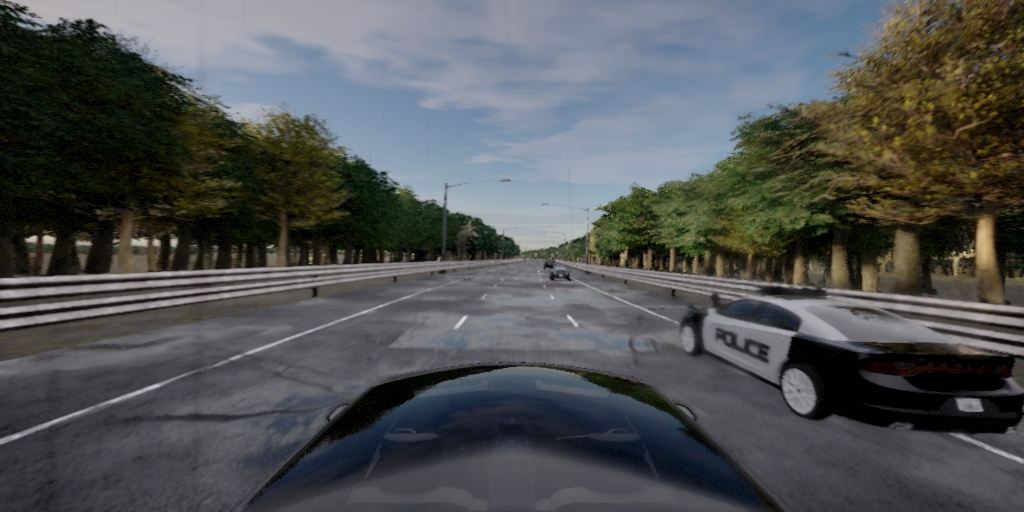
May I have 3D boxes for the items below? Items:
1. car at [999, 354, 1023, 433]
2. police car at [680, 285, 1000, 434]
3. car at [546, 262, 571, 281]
[{"bbox_3d":[4.716,1.360,0.257,1.882,1.535,5.008,2,0,0],"label":"car"},{"bbox_3d":[4.728,1.341,6.274,1.930,1.638,5.238,2,0,0],"label":"police car"},{"bbox_3d":[4.610,1.603,34.958,1.812,1.442,4.674,2,0,3],"label":"car"}]
